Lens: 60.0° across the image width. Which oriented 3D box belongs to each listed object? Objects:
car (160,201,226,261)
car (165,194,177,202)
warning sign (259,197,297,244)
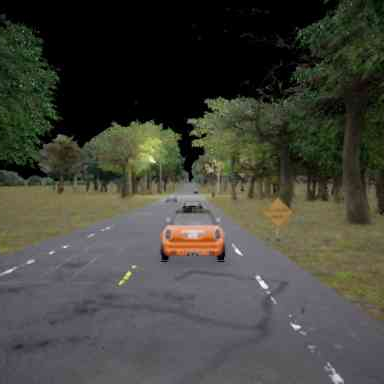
[{"bbox_3d":[0.046,1.380,12.495,2.097,1.767,4.553,0,0,0],"label":"car"},{"bbox_3d":[-3.552,1.175,58.170,1.812,1.442,4.674,0,1,0],"label":"car"},{"bbox_3d":[3.552,1.145,13.805,1.300,1.860,1.060,0,0,0],"label":"warning sign"}]
